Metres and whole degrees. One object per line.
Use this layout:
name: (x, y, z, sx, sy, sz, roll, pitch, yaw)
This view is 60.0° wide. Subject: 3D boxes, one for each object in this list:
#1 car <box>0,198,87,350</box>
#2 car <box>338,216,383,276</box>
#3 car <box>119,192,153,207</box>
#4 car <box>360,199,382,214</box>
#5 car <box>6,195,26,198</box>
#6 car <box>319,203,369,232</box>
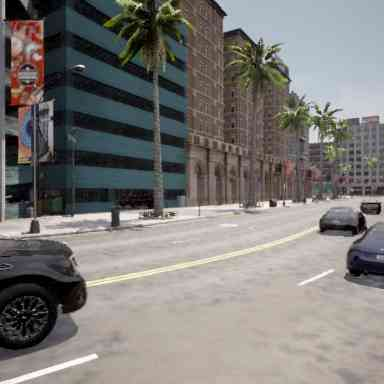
car: (-4.409, 1.218, 4.584, 5.566, 2.045, 2.150, 0, 0, -34)
car: (5.944, 1.561, 9.547, 1.994, 1.385, 4.181, 0, 0, 40)
car: (-7.689, 0.987, 46.314, 2.435, 2.045, 5.566, 0, 0, 32)
car: (19.362, 1.476, 35.990, 2.128, 1.511, 4.902, 0, 0, 32)
car: (-33.417, 1.341, 61.943, 2.161, 1.482, 4.786, 0, 0, 32)
car: (8.775, 1.555, 19.288, 1.994, 1.385, 4.181, 0, 0, 34)
